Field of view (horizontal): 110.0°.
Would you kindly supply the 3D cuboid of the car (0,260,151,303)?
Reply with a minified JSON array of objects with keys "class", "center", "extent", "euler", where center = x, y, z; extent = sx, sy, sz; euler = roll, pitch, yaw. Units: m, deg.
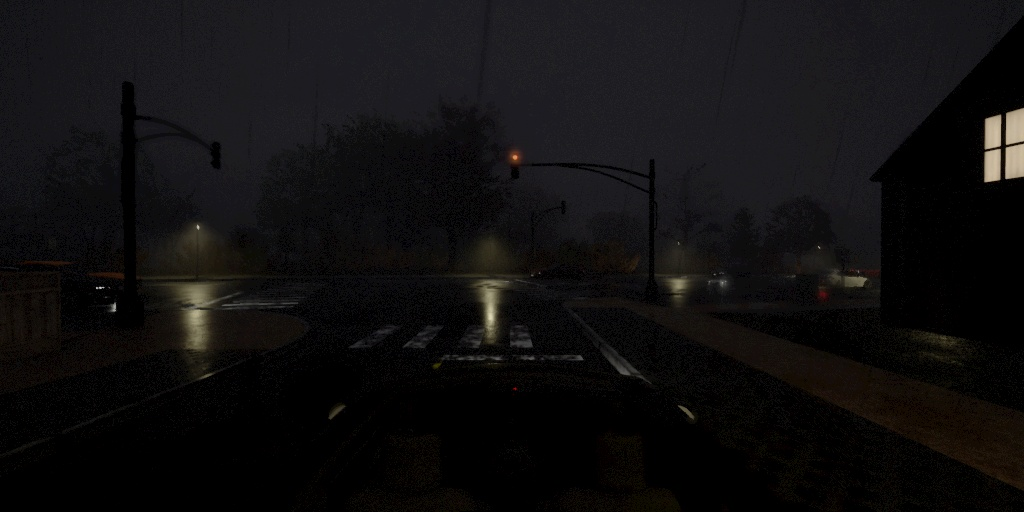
[{"class":"car","center":[-18.328,0.957,14.410],"extent":[5.008,1.535,1.882],"euler":[1,0,-21]}]

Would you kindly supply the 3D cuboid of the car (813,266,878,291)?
[{"class":"car","center":[23.504,1.682,25.851],"extent":[4.674,1.442,1.812],"euler":[1,0,-17]}]

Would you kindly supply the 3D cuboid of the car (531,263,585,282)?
[{"class":"car","center":[3.857,1.333,29.877],"extent":[4.674,1.442,1.812],"euler":[1,0,-19]}]

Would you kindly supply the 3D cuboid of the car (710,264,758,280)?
[{"class":"car","center":[22.220,1.594,35.844],"extent":[4.892,1.490,1.837],"euler":[1,0,-17]}]

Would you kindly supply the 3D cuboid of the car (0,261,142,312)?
[{"class":"car","center":[-15.955,1.017,11.850],"extent":[4.902,1.511,2.128],"euler":[1,0,-22]}]

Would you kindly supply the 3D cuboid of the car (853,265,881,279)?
[{"class":"car","center":[39.592,1.771,40.714],"extent":[4.553,1.767,2.097],"euler":[1,0,-15]}]
